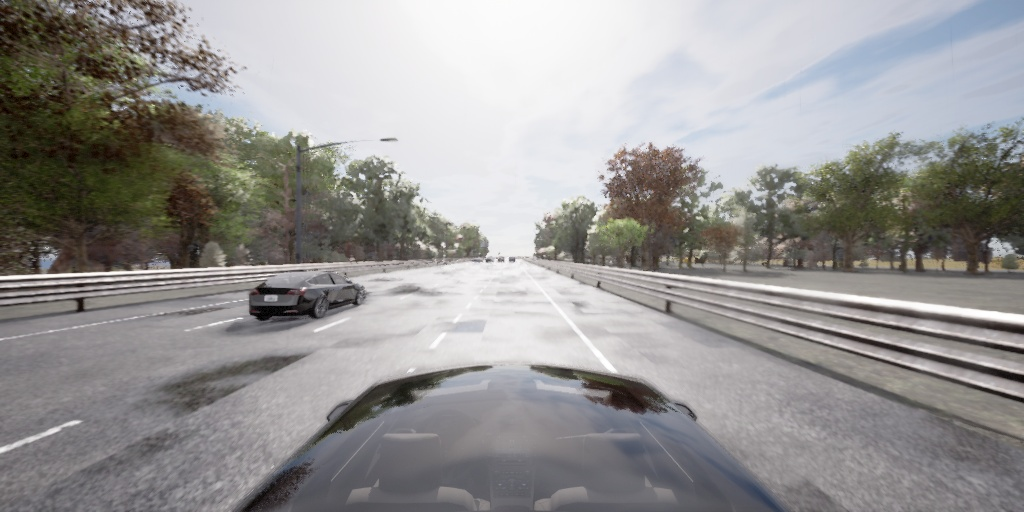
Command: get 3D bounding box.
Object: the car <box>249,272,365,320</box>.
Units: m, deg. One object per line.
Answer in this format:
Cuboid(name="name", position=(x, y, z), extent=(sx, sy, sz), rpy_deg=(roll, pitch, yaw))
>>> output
Cuboid(name="car", position=(-6.993, 1.275, 12.754), extent=(2.163, 1.488, 4.792), rpy_deg=(0, 0, 0))
